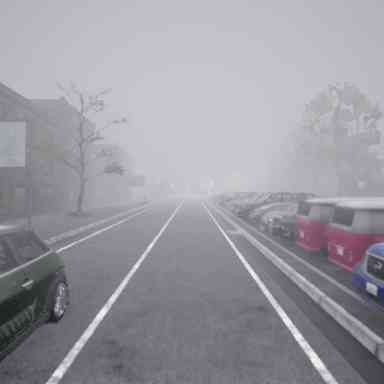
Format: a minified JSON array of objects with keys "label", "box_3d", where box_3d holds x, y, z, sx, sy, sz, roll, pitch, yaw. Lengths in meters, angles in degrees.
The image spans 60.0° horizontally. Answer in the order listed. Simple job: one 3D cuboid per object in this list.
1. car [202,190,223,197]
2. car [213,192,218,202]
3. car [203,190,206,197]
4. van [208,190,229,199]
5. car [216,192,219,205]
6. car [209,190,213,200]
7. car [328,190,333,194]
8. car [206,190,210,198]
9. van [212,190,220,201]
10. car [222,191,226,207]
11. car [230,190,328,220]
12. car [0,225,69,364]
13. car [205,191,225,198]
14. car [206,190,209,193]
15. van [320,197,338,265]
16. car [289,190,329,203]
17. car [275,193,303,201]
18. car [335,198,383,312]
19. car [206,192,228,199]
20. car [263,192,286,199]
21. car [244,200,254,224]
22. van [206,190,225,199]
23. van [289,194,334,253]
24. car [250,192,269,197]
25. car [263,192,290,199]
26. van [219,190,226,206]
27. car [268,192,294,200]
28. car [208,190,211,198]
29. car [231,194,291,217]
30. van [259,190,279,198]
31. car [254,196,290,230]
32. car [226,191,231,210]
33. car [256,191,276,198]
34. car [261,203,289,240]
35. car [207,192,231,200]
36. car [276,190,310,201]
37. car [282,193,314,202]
[{"label":"car","box_3d":[5.629,0.420,92.278,5.566,2.045,2.435,0,0,0]},{"label":"car","box_3d":[5.614,1.073,44.630,4.792,1.488,2.163,0,1,0]},{"label":"car","box_3d":[5.641,0.579,67.049,5.566,2.045,2.435,0,0,0]},{"label":"van","box_3d":[5.722,0.563,72.657,4.442,1.987,1.878,0,0,0]},{"label":"car","box_3d":[5.645,1.103,39.023,5.008,1.535,2.097,0,1,0]},{"label":"car","box_3d":[5.817,0.951,53.039,5.366,1.575,1.946,0,1,0]},{"label":"car","box_3d":[18.686,0.730,50.616,5.566,2.045,2.435,0,1,0]},{"label":"car","box_3d":[5.591,0.904,61.446,4.792,1.488,2.163,0,1,0]},{"label":"van","box_3d":[5.522,0.787,47.430,4.442,1.987,1.878,0,1,0]},{"label":"car","box_3d":[5.689,1.037,33.416,4.553,1.767,2.185,0,1,0]},{"label":"car","box_3d":[5.644,1.030,22.202,5.566,2.045,2.435,0,1,0]},{"label":"car","box_3d":[-3.249,1.321,4.038,2.097,1.767,4.553,0,0,0]},{"label":"car","box_3d":[5.568,0.601,81.068,4.553,1.767,2.185,0,0,0]},{"label":"car","box_3d":[5.612,0.853,64.244,4.892,1.521,2.231,0,0,0]},{"label":"van","box_3d":[5.807,1.205,8.186,4.442,1.987,1.878,0,1,0]},{"label":"car","box_3d":[18.682,0.701,53.277,5.566,2.045,2.435,0,1,0]},{"label":"car","box_3d":[18.725,0.881,64.418,4.792,1.488,2.163,0,0,0]},{"label":"car","box_3d":[5.666,1.209,5.382,5.566,2.045,2.435,0,1,0]},{"label":"car","box_3d":[5.597,0.770,75.461,4.892,1.521,2.231,0,0,0]},{"label":"car","box_3d":[18.680,0.809,75.559,4.674,1.452,2.002,0,0,0]},{"label":"car","box_3d":[5.673,1.351,19.402,4.674,1.452,2.002,0,1,0]},{"label":"van","box_3d":[5.485,0.522,78.263,4.442,1.987,1.878,0,0,0]},{"label":"van","box_3d":[5.804,1.175,10.989,4.442,1.987,1.878,0,1,0]},{"label":"car","box_3d":[18.685,0.672,92.266,5.008,1.535,2.097,0,0,0]},{"label":"car","box_3d":[18.500,0.787,72.773,5.366,1.575,1.946,0,0,0]},{"label":"van","box_3d":[5.537,0.907,36.217,4.442,1.987,1.878,0,1,0]},{"label":"car","box_3d":[18.683,0.810,69.987,5.008,1.535,2.097,0,0,0]},{"label":"car","box_3d":[5.623,0.925,55.839,5.008,1.535,2.097,0,1,0]},{"label":"car","box_3d":[5.634,1.096,27.809,4.553,1.767,2.185,0,1,0]},{"label":"van","box_3d":[18.795,0.501,81.129,4.442,1.987,1.878,0,0,0]},{"label":"car","box_3d":[5.711,1.216,16.597,4.553,1.767,2.185,0,1,0]},{"label":"car","box_3d":[5.640,1.000,25.005,5.566,2.045,2.435,0,1,0]},{"label":"car","box_3d":[18.647,0.584,83.910,4.553,1.767,2.185,0,0,0]},{"label":"car","box_3d":[5.677,1.372,13.795,4.892,1.521,2.231,0,1,0]},{"label":"car","box_3d":[5.604,0.810,69.855,5.008,1.535,2.097,0,0,0]},{"label":"car","box_3d":[18.672,0.623,61.632,5.566,2.045,2.435,0,0,0]},{"label":"car","box_3d":[18.698,0.899,58.848,5.008,1.535,2.097,0,1,0]}]
